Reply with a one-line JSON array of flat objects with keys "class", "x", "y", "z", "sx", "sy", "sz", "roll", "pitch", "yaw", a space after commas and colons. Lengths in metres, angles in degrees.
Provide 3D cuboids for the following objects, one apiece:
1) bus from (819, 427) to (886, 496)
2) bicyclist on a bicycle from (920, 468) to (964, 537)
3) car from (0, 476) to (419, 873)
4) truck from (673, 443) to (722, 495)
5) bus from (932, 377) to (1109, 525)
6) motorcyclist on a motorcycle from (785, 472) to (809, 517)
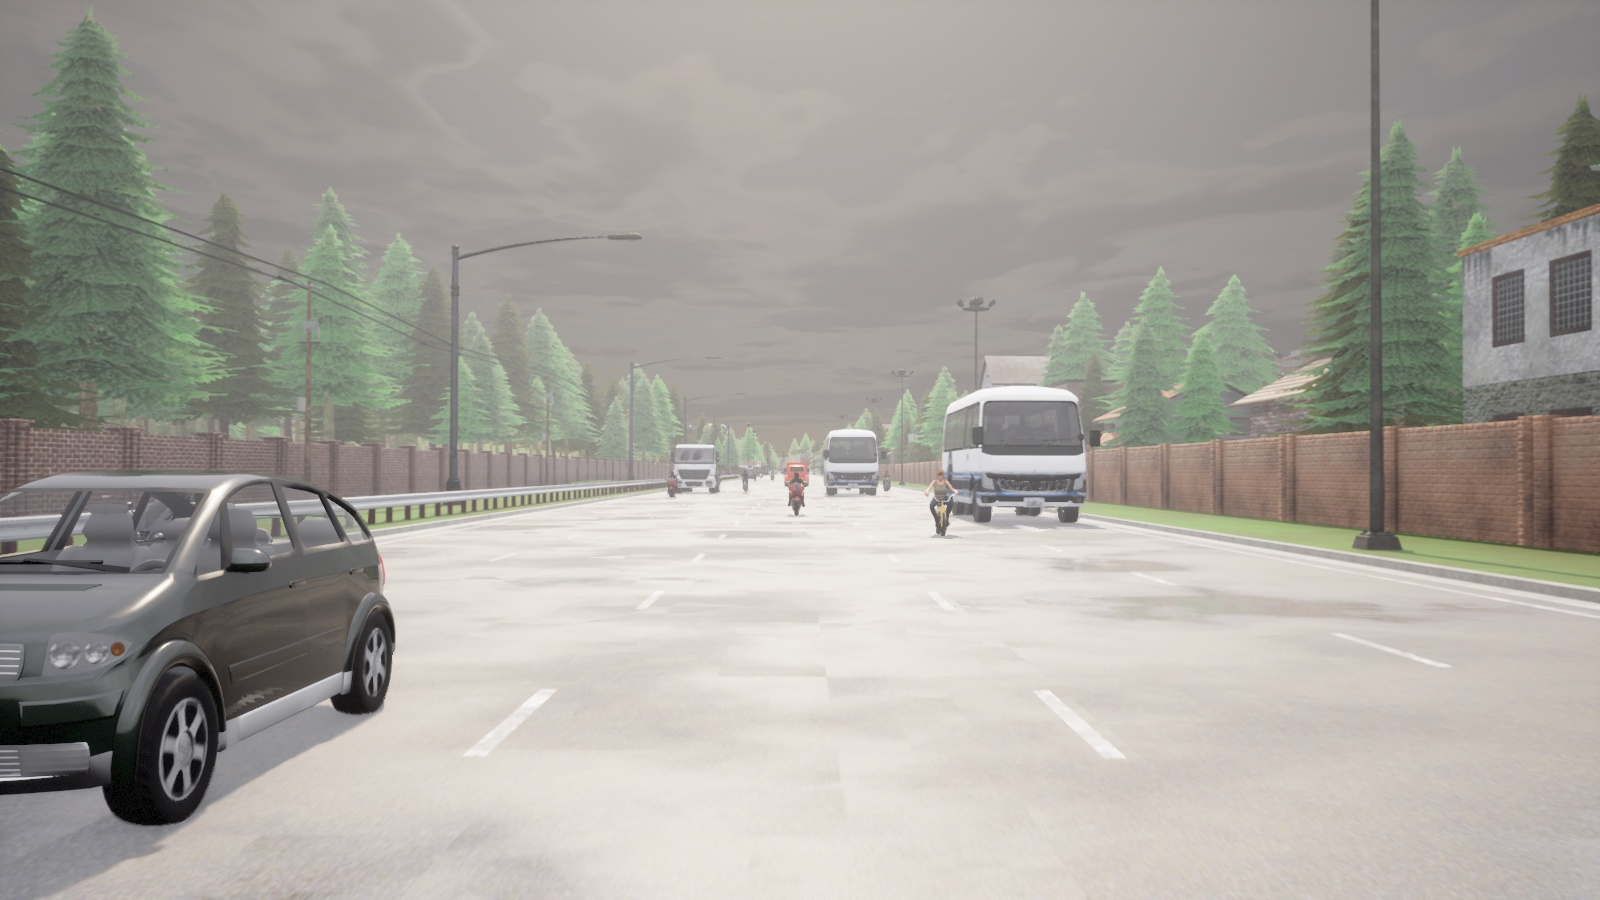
[{"class": "bus", "x": 3.290, "y": 0.804, "z": 82.355, "sx": 3.944, "sy": 4.253, "sz": 10.273, "roll": 0, "pitch": -1, "yaw": 0}, {"class": "bicyclist on a bicycle", "x": 3.424, "y": 1.246, "z": 30.383, "sx": 0.866, "sy": 1.612, "sz": 1.509, "roll": 0, "pitch": -1, "yaw": 0}, {"class": "car", "x": -3.517, "y": 0.921, "z": 6.792, "sx": 1.789, "sy": 1.549, "sz": 3.705, "roll": 0, "pitch": -1, "yaw": 0}, {"class": "truck", "x": -7.226, "y": 1.359, "z": 89.442, "sx": 2.891, "sy": 3.462, "sz": 7.936, "roll": 0, "pitch": -1, "yaw": 0}, {"class": "bus", "x": 6.892, "y": 0.102, "z": 41.319, "sx": 3.944, "sy": 4.253, "sz": 10.273, "roll": 0, "pitch": -1, "yaw": 0}, {"class": "motorcyclist on a motorcycle", "x": -0.109, "y": 1.528, "z": 43.677, "sx": 0.797, "sy": 1.523, "sz": 2.044, "roll": 0, "pitch": -1, "yaw": 0}]
